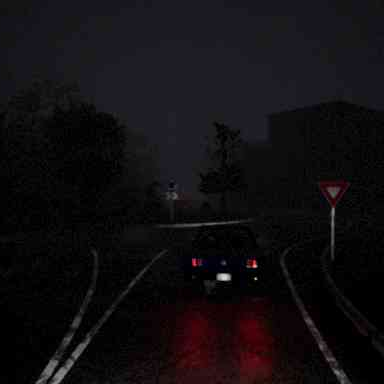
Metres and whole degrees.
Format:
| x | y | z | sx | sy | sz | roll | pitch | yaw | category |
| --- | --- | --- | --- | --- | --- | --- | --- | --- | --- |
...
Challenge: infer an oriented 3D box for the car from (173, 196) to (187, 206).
| x | y | z | sx | sy | sz | roll | pitch | yaw | category |
| --- | --- | --- | --- | --- | --- | --- | --- | --- | --- |
| -1.889 | 1.340 | 53.082 | 2.128 | 1.511 | 4.902 | 0 | 0 | -8 | car |

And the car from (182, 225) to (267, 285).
| x | y | z | sx | sy | sz | roll | pitch | yaw | category |
| --- | --- | --- | --- | --- | --- | --- | --- | --- | --- |
| 0.964 | 1.591 | 9.497 | 1.895 | 1.301 | 4.718 | 0 | 0 | 7 | car |
